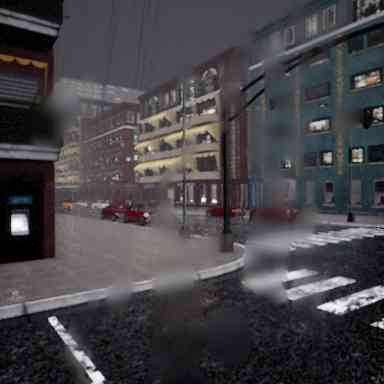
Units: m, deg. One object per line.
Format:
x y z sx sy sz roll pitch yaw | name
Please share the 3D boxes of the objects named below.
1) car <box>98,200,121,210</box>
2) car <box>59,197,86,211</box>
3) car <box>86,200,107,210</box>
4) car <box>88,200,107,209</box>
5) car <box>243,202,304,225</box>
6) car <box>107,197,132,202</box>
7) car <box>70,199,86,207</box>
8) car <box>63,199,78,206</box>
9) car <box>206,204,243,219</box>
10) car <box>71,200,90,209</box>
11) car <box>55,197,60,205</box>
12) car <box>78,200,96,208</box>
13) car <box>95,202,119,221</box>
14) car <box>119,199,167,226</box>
-12.948 1.978 51.957 2.008 1.369 4.403 -1 0 -35 | car
-17.656 1.825 49.407 2.097 1.767 4.553 -1 0 -35 | car
-13.173 1.933 47.886 1.812 1.442 4.674 -1 0 -35 | car
-16.126 2.076 56.505 1.802 1.307 4.206 -1 0 -35 | car
6.126 1.464 24.673 1.967 1.590 4.097 -1 0 -35 | car
-9.775 1.675 47.409 2.192 1.841 5.009 -1 0 -35 | car
-22.483 2.193 65.601 1.947 1.339 4.313 -1 0 -35 | car
-25.661 2.244 70.149 2.008 1.369 4.403 -1 0 -35 | car
2.948 1.673 29.219 1.802 1.307 4.206 -1 0 -35 | car
-18.868 2.053 55.965 1.812 1.442 4.674 -1 0 -35 | car
-32.023 2.141 79.246 2.192 1.841 5.009 -1 0 -35 | car
-19.304 2.143 61.054 1.802 1.307 4.206 -1 0 -35 | car
-6.681 1.798 29.232 1.802 1.307 4.206 -1 0 -35 | car
-3.506 1.589 24.684 1.967 1.590 4.097 -1 0 -35 | car
